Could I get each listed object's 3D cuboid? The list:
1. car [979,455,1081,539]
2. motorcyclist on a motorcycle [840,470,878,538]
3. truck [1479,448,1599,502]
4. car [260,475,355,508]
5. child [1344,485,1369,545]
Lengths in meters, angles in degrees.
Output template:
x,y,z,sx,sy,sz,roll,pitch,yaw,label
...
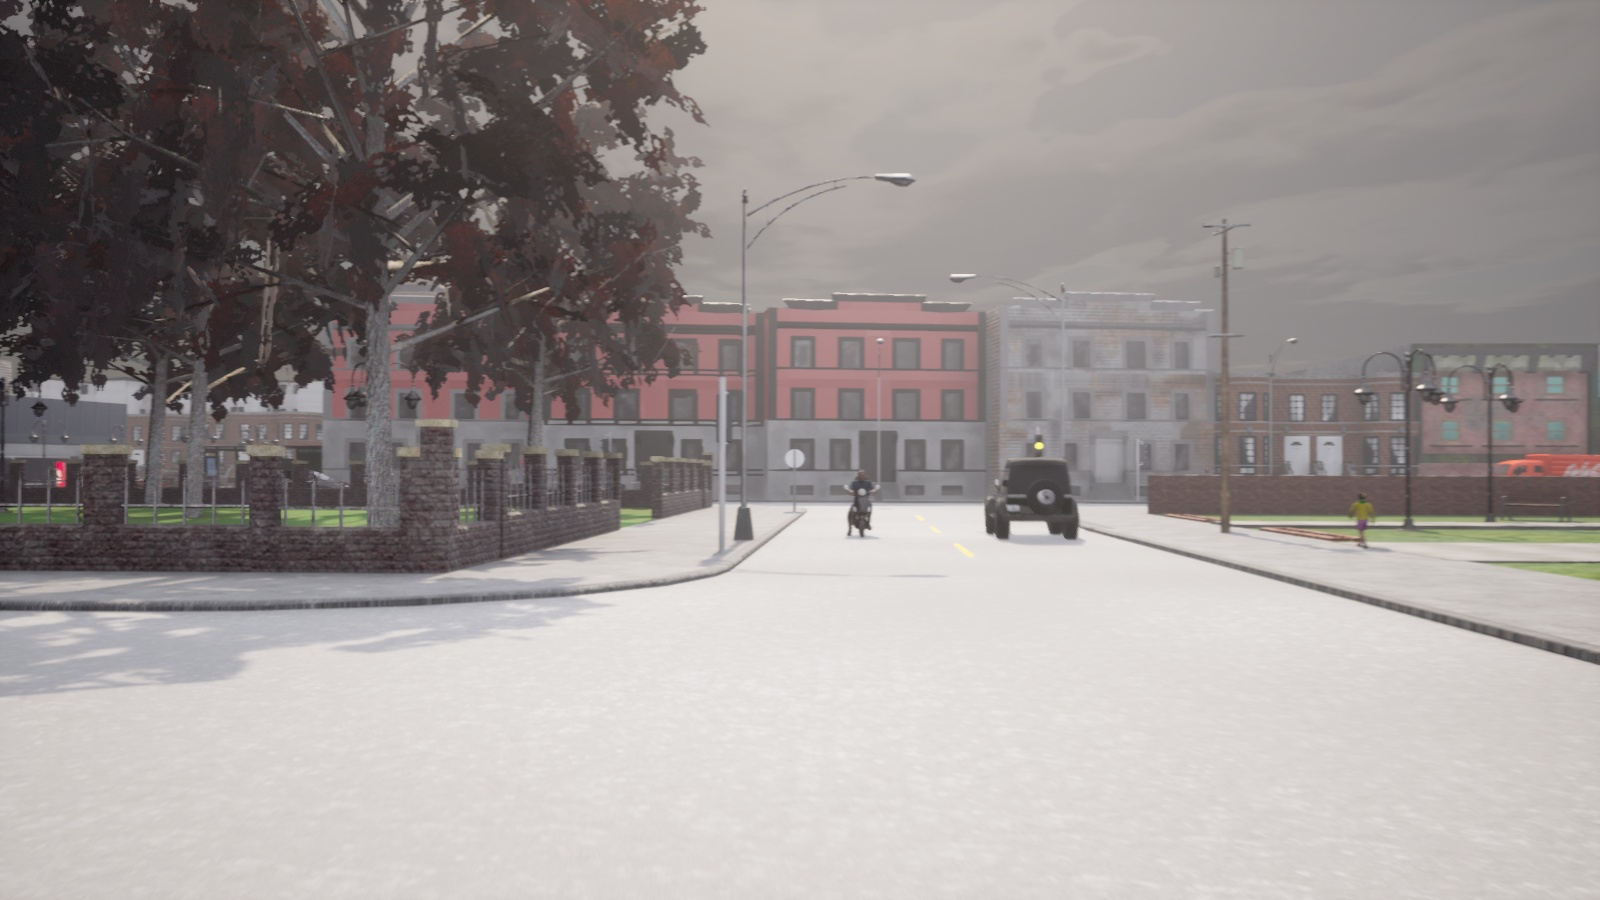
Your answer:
x,y,z,sx,sy,sz,roll,pitch,yaw,label
5.471,1.094,30.333,1.905,1.878,3.866,0,-1,3,car
1.421,1.270,30.323,0.866,1.590,1.817,0,-1,1,motorcyclist on a motorcycle
35.290,1.160,59.147,5.204,2.467,2.627,0,-1,3,truck
-22.623,1.899,57.769,3.633,1.501,1.845,0,-1,3,car
10.785,1.253,24.332,0.299,1.160,0.473,0,-1,6,child
